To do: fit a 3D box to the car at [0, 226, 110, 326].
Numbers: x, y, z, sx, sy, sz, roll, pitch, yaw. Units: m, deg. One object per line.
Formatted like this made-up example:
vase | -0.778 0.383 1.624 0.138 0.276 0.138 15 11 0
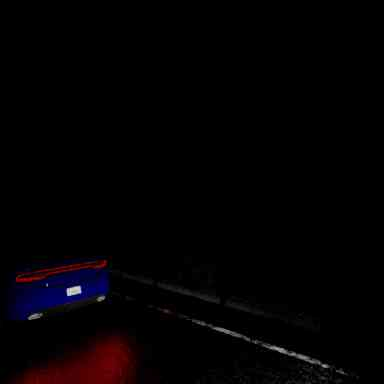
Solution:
car | -3.767 1.476 7.150 5.008 1.535 1.882 0 0 43
